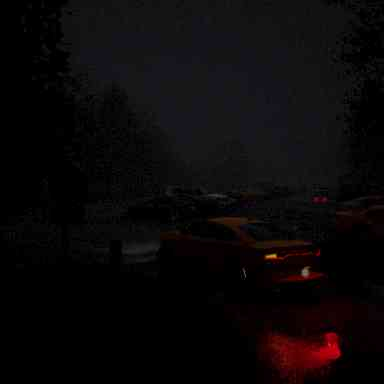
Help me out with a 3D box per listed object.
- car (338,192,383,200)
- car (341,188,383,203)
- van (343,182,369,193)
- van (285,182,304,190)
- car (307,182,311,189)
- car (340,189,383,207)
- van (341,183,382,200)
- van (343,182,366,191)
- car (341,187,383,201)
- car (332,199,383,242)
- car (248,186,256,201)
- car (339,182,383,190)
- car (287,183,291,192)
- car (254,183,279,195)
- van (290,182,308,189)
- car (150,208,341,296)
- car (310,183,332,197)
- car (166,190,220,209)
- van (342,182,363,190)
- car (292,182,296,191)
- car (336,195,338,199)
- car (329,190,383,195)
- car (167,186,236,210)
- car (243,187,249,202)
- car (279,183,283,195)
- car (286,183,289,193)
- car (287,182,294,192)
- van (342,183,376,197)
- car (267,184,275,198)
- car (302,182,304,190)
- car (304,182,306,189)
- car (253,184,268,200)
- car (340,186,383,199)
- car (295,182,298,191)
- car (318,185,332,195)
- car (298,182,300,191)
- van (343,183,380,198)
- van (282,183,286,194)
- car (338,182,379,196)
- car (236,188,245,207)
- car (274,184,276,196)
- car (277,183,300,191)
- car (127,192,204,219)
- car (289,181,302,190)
[{"bbox_3d":[9.985,1.085,16.766,4.553,1.767,2.185,1,3,24],"label":"car"},{"bbox_3d":[19.166,0.345,36.921,4.792,1.488,2.163,1,3,24],"label":"car"},{"bbox_3d":[31.870,-0.906,64.583,4.442,1.987,1.878,1,2,24],"label":"van"},{"bbox_3d":[25.501,-1.560,82.711,4.442,1.987,1.878,1,2,24],"label":"van"},{"bbox_3d":[26.784,-1.672,85.175,5.566,2.045,2.435,1,2,24],"label":"car"},{"bbox_3d":[16.766,0.567,31.794,4.792,1.488,2.163,1,3,24],"label":"car"},{"bbox_3d":[21.275,-0.103,41.871,4.442,1.987,1.878,1,2,24],"label":"van"},{"bbox_3d":[36.462,-1.261,74.661,4.442,1.987,1.878,1,2,24],"label":"van"},{"bbox_3d":[20.259,0.249,39.321,4.792,1.488,2.163,1,2,24],"label":"car"},{"bbox_3d":[8.803,1.322,14.266,5.008,1.535,2.097,1,3,24],"label":"car"},{"bbox_3d":[3.584,0.438,34.784,5.366,1.575,1.946,1,3,24],"label":"car"},{"bbox_3d":[15.669,0.400,29.240,5.566,2.045,2.435,1,3,24],"label":"car"},{"bbox_3d":[14.076,-0.413,57.433,4.792,1.488,2.163,1,2,24],"label":"car"},{"bbox_3d":[9.531,-0.209,47.305,4.553,1.767,2.185,1,2,24],"label":"car"},{"bbox_3d":[28.946,-1.752,90.273,4.442,1.987,1.878,1,1,24],"label":"van"},{"bbox_3d":[0.899,1.382,8.501,1.882,1.535,5.008,2,-1,-31],"label":"car"},{"bbox_3d":[18.432,-0.064,47.291,2.128,1.511,4.902,1,2,24],"label":"car"},{"bbox_3d":[-0.844,0.896,24.609,5.008,1.535,2.097,1,3,24],"label":"car"},{"bbox_3d":[38.549,-1.442,79.804,4.442,1.987,1.878,1,2,24],"label":"van"},{"bbox_3d":[16.235,-0.626,62.547,5.366,1.575,1.946,1,2,24],"label":"car"},{"bbox_3d":[11.026,1.131,19.203,4.792,1.488,2.163,1,3,24],"label":"car"},{"bbox_3d":[13.180,0.870,24.303,5.366,1.575,1.946,1,3,24],"label":"car"},{"bbox_3d":[0.327,0.532,27.113,5.566,2.045,2.435,1,3,24],"label":"car"},{"bbox_3d":[2.609,0.558,32.182,4.892,1.521,2.231,1,3,24],"label":"car"},{"bbox_3d":[10.678,-0.145,49.834,4.792,1.488,2.163,1,2,24],"label":"car"},{"bbox_3d":[12.926,-0.324,54.908,4.792,1.488,2.163,1,2,24],"label":"car"},{"bbox_3d":[15.227,-0.502,59.958,4.792,1.488,2.163,1,2,24],"label":"car"},{"bbox_3d":[24.718,-0.373,49.448,4.442,1.987,1.878,1,2,24],"label":"van"},{"bbox_3d":[7.372,0.112,42.201,5.366,1.575,1.946,1,3,24],"label":"car"},{"bbox_3d":[22.127,-1.191,75.104,4.553,1.767,2.185,1,2,24],"label":"car"},{"bbox_3d":[23.301,-1.154,77.623,5.008,1.535,2.097,1,2,24],"label":"car"},{"bbox_3d":[5.935,0.209,39.943,5.366,1.575,1.946,1,3,24],"label":"car"},{"bbox_3d":[22.533,0.032,44.366,5.008,1.535,2.097,1,2,24],"label":"car"},{"bbox_3d":[17.560,-0.708,64.993,4.892,1.521,2.231,1,2,24],"label":"car"},{"bbox_3d":[22.699,-0.408,56.656,1.882,1.535,5.008,1,2,24],"label":"car"},{"bbox_3d":[18.699,-0.797,67.523,4.892,1.521,2.231,1,2,24],"label":"car"},{"bbox_3d":[23.782,-0.280,46.831,4.442,1.987,1.878,1,2,24],"label":"van"},{"bbox_3d":[11.908,-0.488,52.314,4.442,1.987,1.878,1,2,24],"label":"van"},{"bbox_3d":[25.946,-0.485,51.929,5.566,2.045,2.435,1,2,24],"label":"car"},{"bbox_3d":[1.621,0.670,29.583,5.366,1.575,1.946,1,3,24],"label":"car"},{"bbox_3d":[8.345,0.012,44.797,4.892,1.521,2.231,1,3,24],"label":"car"},{"bbox_3d":[20.977,-1.102,72.579,4.553,1.767,2.185,1,2,24],"label":"car"},{"bbox_3d":[-2.025,1.038,22.101,4.792,1.488,2.163,1,3,24],"label":"car"},{"bbox_3d":[19.686,-0.893,70.122,5.366,1.575,1.946,1,2,24],"label":"car"}]
